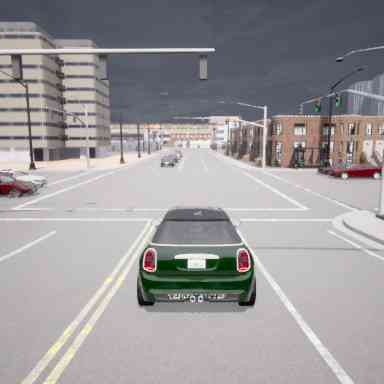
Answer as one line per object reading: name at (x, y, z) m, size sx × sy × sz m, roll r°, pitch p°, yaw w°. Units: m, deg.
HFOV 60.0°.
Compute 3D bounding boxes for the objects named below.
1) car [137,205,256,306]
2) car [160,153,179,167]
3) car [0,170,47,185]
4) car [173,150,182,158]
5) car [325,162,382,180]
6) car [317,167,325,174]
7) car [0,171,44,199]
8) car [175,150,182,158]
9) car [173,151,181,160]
car at (0.090, 1.075, 7.660) m, size 2.097 × 1.767 × 4.553 m, roll 0°, pitch 4°, yaw 0°
car at (-3.517, -4.516, 48.859) m, size 2.128 × 1.511 × 4.902 m, roll 0°, pitch 8°, yaw 1°
car at (-13.546, -0.966, 25.324) m, size 4.674 × 1.442 × 1.812 m, roll 0°, pitch 8°, yaw 0°
car at (-3.348, -8.935, 77.540) m, size 2.097 × 1.767 × 4.553 m, roll 0°, pitch 8°, yaw 0°
car at (16.045, -2.062, 32.284) m, size 5.008 × 1.535 × 1.882 m, roll 0°, pitch 8°, yaw 0°
car at (16.391, -2.511, 35.762) m, size 5.357 × 1.411 × 2.033 m, roll 0°, pitch 8°, yaw 0°
car at (-12.593, -0.434, 21.761) m, size 4.674 × 1.442 × 1.812 m, roll 0°, pitch 8°, yaw 3°
car at (-3.379, -7.263, 67.491) m, size 1.812 × 1.442 × 4.674 m, roll 0°, pitch 8°, yaw 1°
car at (-3.466, -5.924, 58.196) m, size 1.882 × 1.535 × 5.008 m, roll 0°, pitch 9°, yaw 0°
